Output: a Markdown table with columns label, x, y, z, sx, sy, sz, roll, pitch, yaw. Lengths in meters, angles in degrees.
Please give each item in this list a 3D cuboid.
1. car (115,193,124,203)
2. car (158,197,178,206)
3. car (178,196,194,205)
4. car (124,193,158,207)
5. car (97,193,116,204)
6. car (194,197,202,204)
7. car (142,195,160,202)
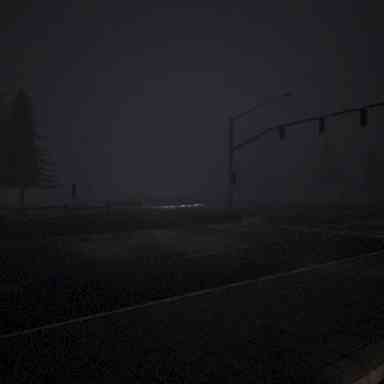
| label | x | y | z | sx | sy | sz | roll | pitch | yaw |
| --- | --- | --- | --- | --- | --- | --- | --- | --- | --- |
| car | -13.931 | 1.124 | 65.523 | 2.150 | 2.045 | 5.566 | 0 | 0 | -34 |
| car | -4.913 | 1.454 | 52.409 | 2.033 | 1.411 | 5.357 | 0 | 0 | -35 |
| car | -2.098 | 1.458 | 54.506 | 1.994 | 1.385 | 4.181 | 0 | 0 | -35 |
| car | -7.842 | 1.141 | 50.484 | 2.150 | 2.045 | 5.566 | 0 | 0 | -35 |
| car | -16.656 | 1.438 | 63.292 | 1.812 | 1.442 | 4.674 | 0 | 0 | -34 |
| car | -0.006 | 1.446 | 57.666 | 1.994 | 1.385 | 4.181 | 0 | 0 | -34 |
| car | -8.630 | 1.366 | 70.178 | 1.812 | 1.442 | 4.674 | 0 | 0 | -35 |
